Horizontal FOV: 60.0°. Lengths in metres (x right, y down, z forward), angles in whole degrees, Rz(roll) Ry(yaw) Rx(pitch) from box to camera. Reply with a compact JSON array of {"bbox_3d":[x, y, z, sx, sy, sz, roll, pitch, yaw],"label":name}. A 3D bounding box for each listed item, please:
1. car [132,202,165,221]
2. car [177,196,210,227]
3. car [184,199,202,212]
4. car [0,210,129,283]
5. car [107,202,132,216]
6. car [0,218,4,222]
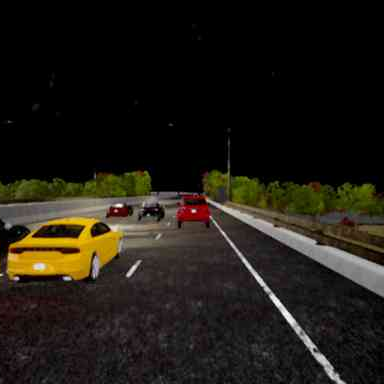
[{"bbox_3d":[-3.384,1.606,28.380,2.128,1.511,4.902,0,0,0],"label":"car"},{"bbox_3d":[0.114,1.317,23.693,2.150,2.045,5.566,0,0,0],"label":"car"},{"bbox_3d":[0.124,1.661,42.053,2.128,1.511,4.902,0,0,0],"label":"car"},{"bbox_3d":[-3.392,1.518,9.876,1.882,1.535,5.008,0,0,0],"label":"car"},{"bbox_3d":[-6.882,1.694,32.153,1.994,1.385,4.181,0,0,0],"label":"car"},{"bbox_3d":[-6.894,1.394,10.382,2.097,1.767,4.553,0,0,0],"label":"car"}]
